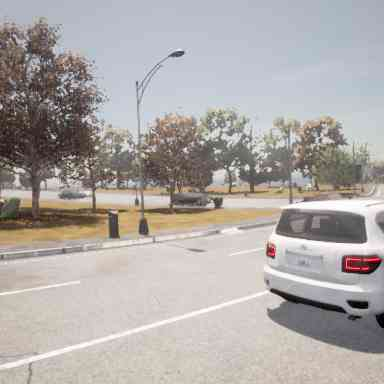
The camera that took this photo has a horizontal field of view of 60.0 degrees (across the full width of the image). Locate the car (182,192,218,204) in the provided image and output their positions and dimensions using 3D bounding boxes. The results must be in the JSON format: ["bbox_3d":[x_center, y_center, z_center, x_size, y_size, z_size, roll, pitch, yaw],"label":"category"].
[{"bbox_3d":[0.966,0.740,42.954,4.181,1.385,1.994,0,3,33],"label":"car"}]

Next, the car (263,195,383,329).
[{"bbox_3d":[3.852,1.174,6.995,5.566,2.045,2.150,-1,0,-39],"label":"car"}]

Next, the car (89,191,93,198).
[{"bbox_3d":[-18.161,0.196,55.352,4.674,1.442,1.812,2,4,33],"label":"car"}]

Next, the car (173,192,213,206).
[{"bbox_3d":[-0.077,0.837,39.460,4.902,1.511,2.128,0,3,33],"label":"car"}]

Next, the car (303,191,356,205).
[{"bbox_3d":[14.184,0.654,34.396,4.718,1.301,1.895,-1,2,33],"label":"car"}]

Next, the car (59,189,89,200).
[{"bbox_3d":[-18.668,0.416,51.506,4.674,1.442,1.812,2,4,33],"label":"car"}]

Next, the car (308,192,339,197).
[{"bbox_3d":[11.870,0.856,28.356,1.812,1.442,4.674,-2,1,-17],"label":"car"}]
